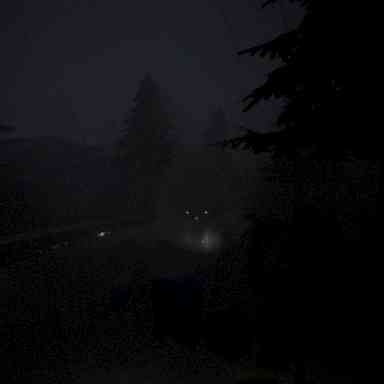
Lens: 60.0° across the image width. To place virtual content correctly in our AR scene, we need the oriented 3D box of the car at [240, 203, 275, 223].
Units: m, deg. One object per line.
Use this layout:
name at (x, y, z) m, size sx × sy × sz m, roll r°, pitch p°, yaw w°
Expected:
car at (5.001, 1.545, 25.269) m, size 1.994 × 1.385 × 4.181 m, roll 0°, pitch 0°, yaw 23°

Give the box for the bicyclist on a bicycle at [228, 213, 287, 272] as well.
bicyclist on a bicycle at (1.835, 1.414, 9.382) m, size 1.656 × 1.620 × 0.582 m, roll 0°, pitch 0°, yaw 8°

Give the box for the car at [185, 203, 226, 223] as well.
car at (1.139, 1.581, 25.991) m, size 1.895 × 1.301 × 4.718 m, roll 0°, pitch 0°, yaw 22°

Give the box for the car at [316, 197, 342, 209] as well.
car at (18.385, 1.459, 44.597) m, size 4.902 × 1.511 × 2.128 m, roll 0°, pitch 0°, yaw -44°
